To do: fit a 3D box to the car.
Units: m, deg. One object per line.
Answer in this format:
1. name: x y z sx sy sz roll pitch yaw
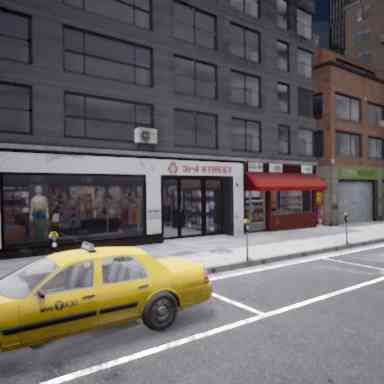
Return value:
1. car: -1.911 1.524 5.295 4.829 1.417 1.752 0 -1 -35
